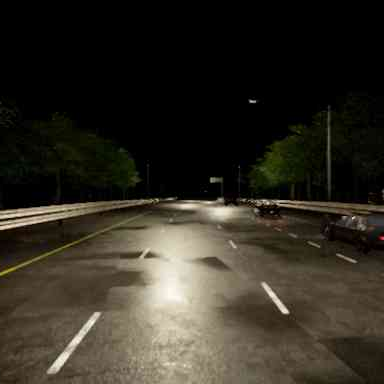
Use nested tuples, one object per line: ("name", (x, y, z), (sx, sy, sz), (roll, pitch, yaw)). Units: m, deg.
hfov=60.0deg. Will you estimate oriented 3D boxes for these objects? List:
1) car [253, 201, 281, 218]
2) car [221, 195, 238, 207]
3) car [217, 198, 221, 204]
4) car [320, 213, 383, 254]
("car", (7.059, 1.588, 31.695), (2.128, 1.511, 4.902), (0, 0, 0))
("car", (7.217, 1.648, 62.109), (2.150, 2.045, 5.566), (0, -1, 0))
("car", (7.416, 2.279, 86.191), (1.812, 1.442, 4.674), (0, -1, 1))
("car", (7.012, 1.560, 13.434), (2.033, 1.411, 5.357), (0, 0, 0))
